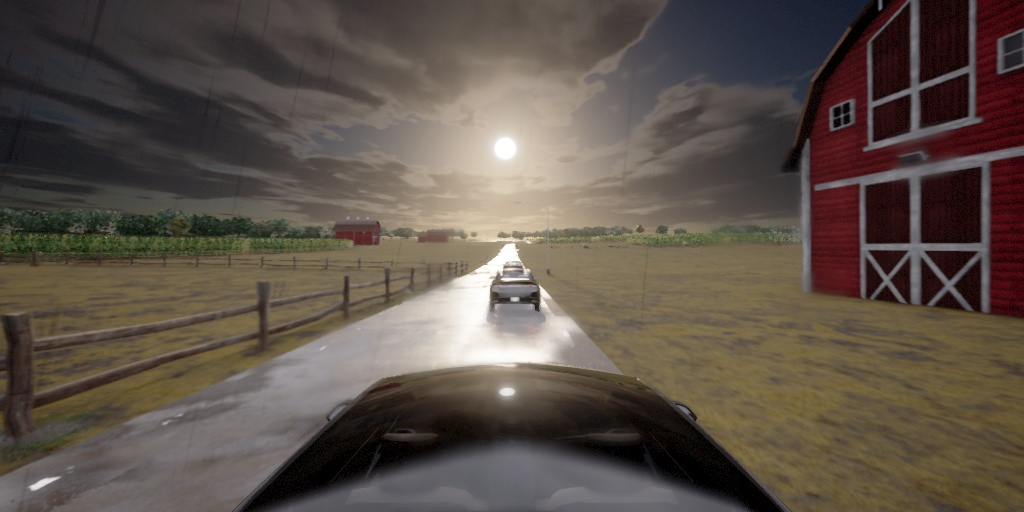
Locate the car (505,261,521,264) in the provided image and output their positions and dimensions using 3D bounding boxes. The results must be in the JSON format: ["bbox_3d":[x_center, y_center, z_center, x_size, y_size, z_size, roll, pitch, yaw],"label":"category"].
[{"bbox_3d":[0.099,1.190,32.848,1.882,1.535,5.008,0,0,0],"label":"car"}]

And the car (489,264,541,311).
[{"bbox_3d":[0.100,1.234,14.419,2.128,1.511,4.902,0,0,0],"label":"car"}]
